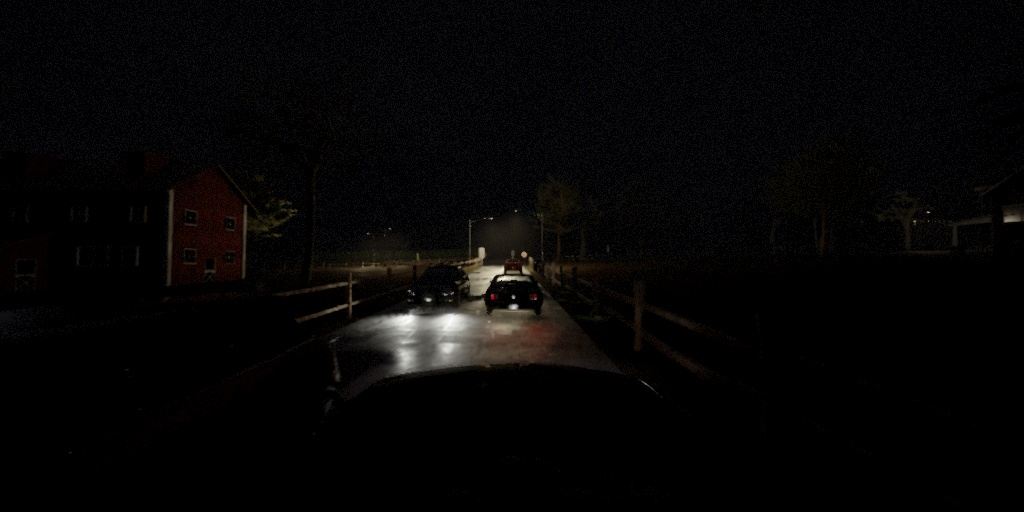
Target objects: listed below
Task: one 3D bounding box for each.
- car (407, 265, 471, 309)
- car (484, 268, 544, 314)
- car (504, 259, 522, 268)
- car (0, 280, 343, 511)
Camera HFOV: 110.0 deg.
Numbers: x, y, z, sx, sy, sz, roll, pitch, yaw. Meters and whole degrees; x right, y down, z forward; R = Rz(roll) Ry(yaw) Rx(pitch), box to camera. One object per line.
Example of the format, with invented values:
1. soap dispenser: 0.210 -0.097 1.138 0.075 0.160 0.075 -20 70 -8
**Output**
1. car: -2.818 1.181 14.647 1.837 1.490 4.892 0 2 1
2. car: 0.069 1.288 13.357 1.895 1.301 4.718 0 0 0
3. car: 0.111 1.027 38.930 1.882 1.535 5.008 0 0 0
4. car: -2.785 1.103 1.760 2.097 1.767 4.553 0 0 0
